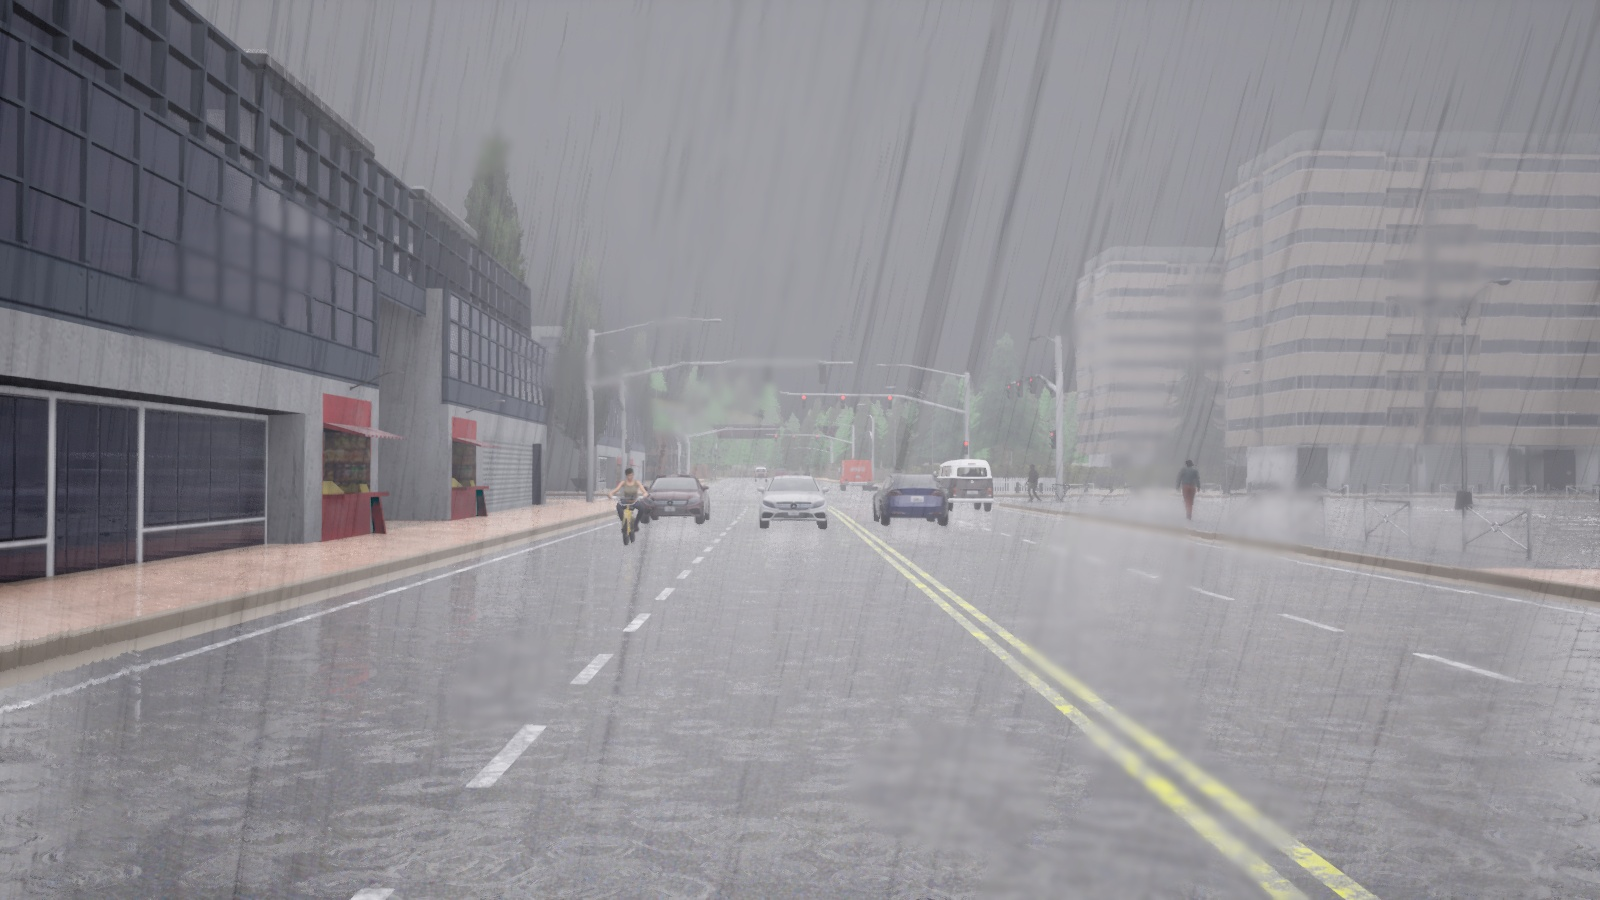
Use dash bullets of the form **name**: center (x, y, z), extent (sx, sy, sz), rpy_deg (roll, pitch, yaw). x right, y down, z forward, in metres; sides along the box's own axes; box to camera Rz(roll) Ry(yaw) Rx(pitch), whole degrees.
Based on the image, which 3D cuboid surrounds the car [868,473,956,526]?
- **car**: center (3.288, 1.435, 37.855), extent (2.163, 1.488, 4.792), rpy_deg (0, -1, -1)

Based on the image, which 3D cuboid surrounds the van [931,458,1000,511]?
- **van**: center (6.588, 1.355, 50.375), extent (2.069, 2.038, 4.480), rpy_deg (0, -1, -1)

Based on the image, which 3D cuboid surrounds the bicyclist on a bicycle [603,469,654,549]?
- **bicyclist on a bicycle**: center (-3.565, 1.204, 26.187), extent (0.866, 1.612, 1.509), rpy_deg (0, -1, 0)

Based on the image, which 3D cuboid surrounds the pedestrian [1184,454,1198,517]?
- **pedestrian**: center (11.493, 1.045, 36.901), extent (0.353, 1.847, 0.614), rpy_deg (0, -1, 14)

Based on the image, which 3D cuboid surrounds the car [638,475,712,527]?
- **car**: center (-3.712, 1.490, 37.891), extent (1.812, 1.442, 4.674), rpy_deg (0, -1, -1)

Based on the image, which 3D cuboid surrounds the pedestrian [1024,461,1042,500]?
- **pedestrian**: center (11.023, 1.425, 59.436), extent (0.703, 1.840, 0.431), rpy_deg (0, -1, -36)

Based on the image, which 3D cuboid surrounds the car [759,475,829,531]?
- **car**: center (-0.178, 1.429, 35.087), extent (1.812, 1.442, 4.674), rpy_deg (0, -1, -1)
